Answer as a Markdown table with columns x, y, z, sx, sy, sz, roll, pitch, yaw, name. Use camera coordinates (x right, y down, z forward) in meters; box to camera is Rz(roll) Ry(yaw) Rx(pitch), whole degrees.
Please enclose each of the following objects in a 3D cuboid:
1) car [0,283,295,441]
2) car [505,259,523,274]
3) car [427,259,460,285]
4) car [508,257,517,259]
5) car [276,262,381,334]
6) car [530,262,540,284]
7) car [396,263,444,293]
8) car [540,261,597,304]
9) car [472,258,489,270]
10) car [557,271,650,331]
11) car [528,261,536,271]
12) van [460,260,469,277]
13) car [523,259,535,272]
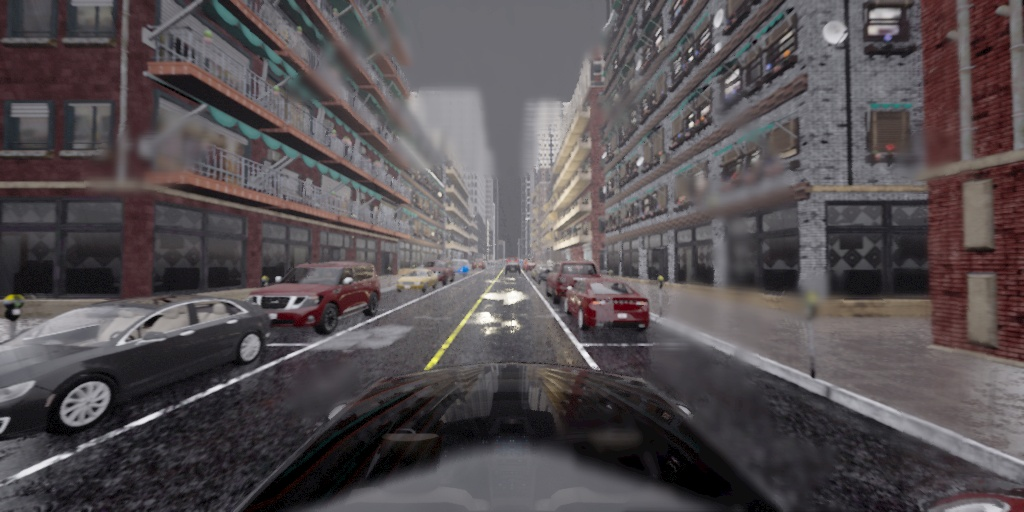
| x | y | z | sx | sy | sz | roll | pitch | yaw | name |
| --- | --- | --- | --- | --- | --- | --- | --- | --- | --- |
| -5.688 | 1.319 | 5.438 | 2.007 | 1.370 | 4.403 | 0 | 0 | 0 | car |
| 0.118 | 1.440 | 45.956 | 1.882 | 1.535 | 5.008 | 0 | 0 | 0 | car |
| -5.679 | 1.190 | 27.600 | 2.192 | 1.841 | 5.009 | 0 | 0 | 0 | car |
| 0.120 | 1.263 | 65.293 | 2.150 | 2.045 | 5.566 | 0 | -2 | 1 | car |
| -5.686 | 1.110 | 10.978 | 2.192 | 1.841 | 5.009 | 0 | 0 | 0 | car |
| 2.702 | 1.426 | 27.649 | 2.007 | 1.370 | 4.403 | 0 | 0 | 0 | car |
| -5.682 | 1.374 | 21.890 | 1.751 | 1.417 | 4.829 | 0 | 0 | 0 | car |
| 2.698 | 1.137 | 16.568 | 2.192 | 1.841 | 5.009 | 0 | 0 | 0 | car |
| -5.667 | 1.346 | 60.842 | 2.192 | 1.841 | 5.009 | 0 | 0 | 0 | car |
| 2.696 | 1.341 | 11.028 | 1.888 | 1.381 | 4.507 | 0 | 0 | 0 | car |
| 2.705 | 1.427 | 33.359 | 1.751 | 1.417 | 4.829 | 0 | 0 | 0 | car |
| -5.675 | 1.269 | 38.680 | 1.690 | 1.789 | 3.998 | 0 | 0 | 0 | van |
| 2.711 | 1.525 | 49.811 | 1.888 | 1.381 | 4.507 | 0 | 0 | 0 | car |
